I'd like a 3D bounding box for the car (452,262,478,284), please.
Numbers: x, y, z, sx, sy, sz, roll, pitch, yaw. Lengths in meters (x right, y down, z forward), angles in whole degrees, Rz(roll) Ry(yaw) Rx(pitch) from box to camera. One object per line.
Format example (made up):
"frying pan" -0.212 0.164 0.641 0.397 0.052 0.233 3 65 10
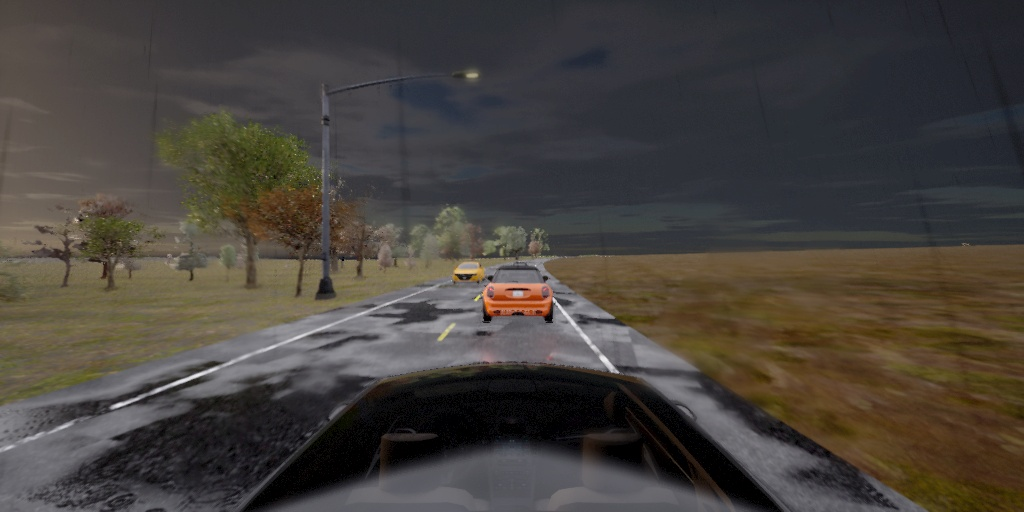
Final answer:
"car" -3.098 1.191 26.459 1.882 1.535 5.008 0 0 2

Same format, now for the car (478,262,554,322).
"car" 0.196 1.089 12.294 2.097 1.767 4.553 0 0 1
